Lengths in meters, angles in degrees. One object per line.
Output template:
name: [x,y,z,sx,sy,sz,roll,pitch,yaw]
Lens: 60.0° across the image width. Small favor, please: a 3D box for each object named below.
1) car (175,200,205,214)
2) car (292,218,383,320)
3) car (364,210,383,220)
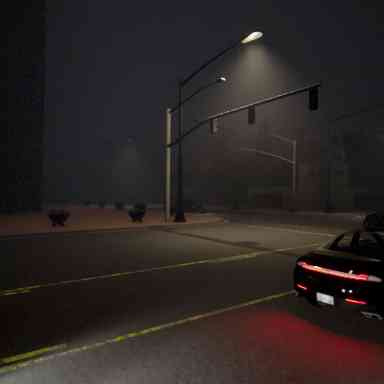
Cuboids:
car: [-0.475,1.602,37.167,1.812,1.442,4.674,1,-1,-35]
car: [4.117,1.503,6.739,4.902,1.511,2.128,0,0,-35]
car: [12.179,1.666,19.158,1.994,1.385,4.181,1,0,-35]
